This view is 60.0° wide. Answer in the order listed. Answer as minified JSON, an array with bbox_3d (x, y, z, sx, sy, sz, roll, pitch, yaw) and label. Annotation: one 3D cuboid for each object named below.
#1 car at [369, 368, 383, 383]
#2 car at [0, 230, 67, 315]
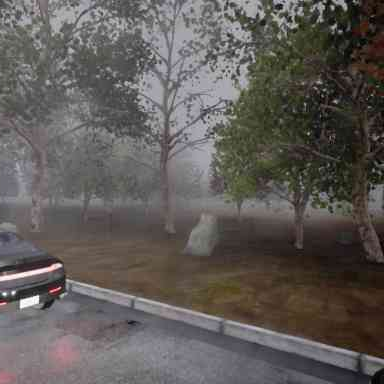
[{"bbox_3d":[3.227,1.490,1.075,4.902,1.511,2.128,0,0,36],"label":"car"},{"bbox_3d":[-4.503,1.501,6.593,4.902,1.511,2.128,0,0,36],"label":"car"}]
